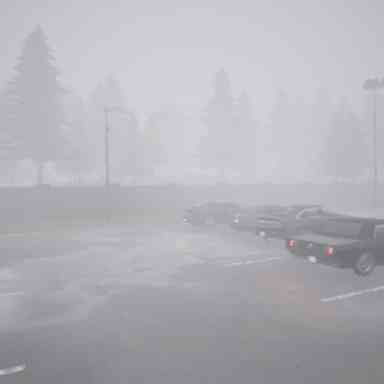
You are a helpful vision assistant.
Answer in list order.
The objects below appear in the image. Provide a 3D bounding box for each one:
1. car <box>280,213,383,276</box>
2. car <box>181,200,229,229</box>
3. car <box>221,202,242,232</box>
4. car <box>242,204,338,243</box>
[{"bbox_3d":[5.103,1.409,9.577,4.718,1.301,1.895,-1,1,-26],"label":"car"},{"bbox_3d":[1.762,1.251,19.626,4.892,1.490,1.837,-1,1,-26],"label":"car"},{"bbox_3d":[3.922,1.308,16.783,4.181,1.385,1.994,-1,1,-26],"label":"car"},{"bbox_3d":[4.753,1.262,13.295,4.902,1.511,2.128,-1,1,-26],"label":"car"}]
